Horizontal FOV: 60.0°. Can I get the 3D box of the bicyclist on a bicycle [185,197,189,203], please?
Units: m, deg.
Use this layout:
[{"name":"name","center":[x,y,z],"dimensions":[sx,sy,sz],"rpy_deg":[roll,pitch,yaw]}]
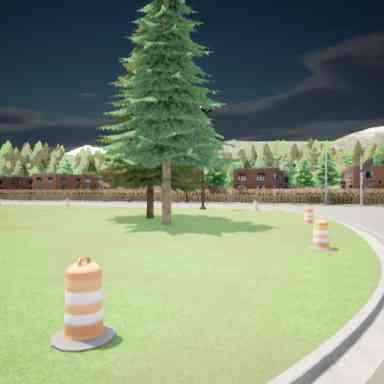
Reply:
[{"name":"bicyclist on a bicycle","center":[-0.943,1.272,61.529],"dimensions":[0.582,1.620,1.656],"rpy_deg":[0,0,21]}]
